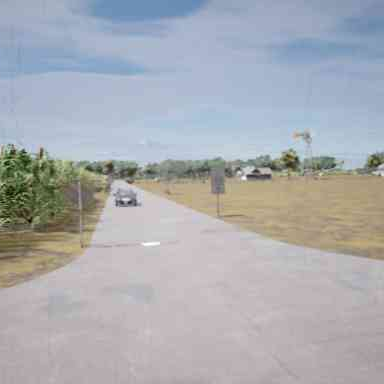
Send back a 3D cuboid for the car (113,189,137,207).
[{"bbox_3d":[-6.053,0.467,30.159,2.128,1.511,4.902,-2,3,-13],"label":"car"}]
